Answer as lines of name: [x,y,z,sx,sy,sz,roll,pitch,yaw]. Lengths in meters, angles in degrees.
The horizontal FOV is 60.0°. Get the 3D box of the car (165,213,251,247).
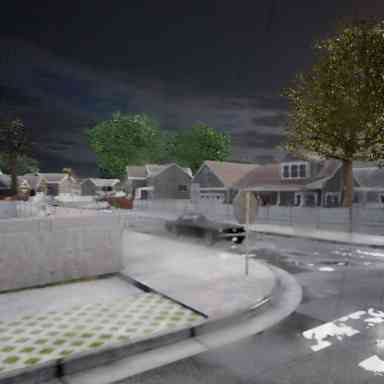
car: [0.610,1.709,16.009,1.895,1.301,4.718,1,-1,-34]

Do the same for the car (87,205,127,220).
car: [-6.996,1.706,26.781,1.895,1.301,4.718,1,-1,-35]

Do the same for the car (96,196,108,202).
car: [-23.677,1.796,88.513,2.097,1.767,4.553,1,0,7]

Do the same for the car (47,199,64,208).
car: [-18.818,1.683,45.703,1.994,1.385,4.181,1,-1,-26]
